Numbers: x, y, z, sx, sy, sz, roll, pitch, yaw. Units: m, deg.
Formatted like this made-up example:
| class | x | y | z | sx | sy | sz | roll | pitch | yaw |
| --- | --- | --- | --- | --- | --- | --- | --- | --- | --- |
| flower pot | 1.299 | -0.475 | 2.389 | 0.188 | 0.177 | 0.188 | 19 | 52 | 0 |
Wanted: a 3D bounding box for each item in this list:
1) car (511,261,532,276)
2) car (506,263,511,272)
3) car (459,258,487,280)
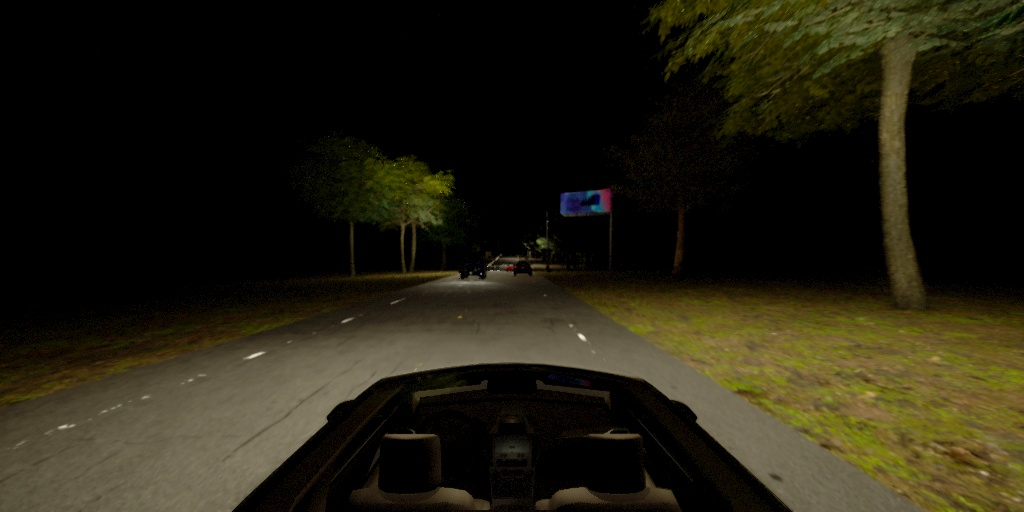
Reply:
| class | x | y | z | sx | sy | sz | roll | pitch | yaw |
| --- | --- | --- | --- | --- | --- | --- | --- | --- | --- |
| car | 1.225 | 1.401 | 41.860 | 2.097 | 1.767 | 4.553 | 0 | -1 | 0 |
| car | 0.001 | 1.991 | 60.763 | 1.994 | 1.385 | 4.181 | 0 | -1 | 0 |
| car | -3.580 | 1.169 | 33.934 | 2.150 | 2.045 | 5.566 | 0 | -1 | 0 |
